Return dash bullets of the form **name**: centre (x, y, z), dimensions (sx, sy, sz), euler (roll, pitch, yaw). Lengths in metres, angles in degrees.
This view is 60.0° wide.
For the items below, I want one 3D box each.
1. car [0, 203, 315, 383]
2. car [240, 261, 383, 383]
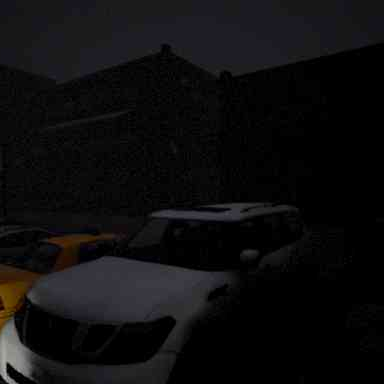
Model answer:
- **car**: centre (0.233, 1.234, 5.154), dimensions (2.435, 2.045, 5.566), euler (0, 0, 35)
- **car**: centre (2.509, 1.520, 3.564), dimensions (2.002, 1.452, 4.674), euler (0, 0, 35)
